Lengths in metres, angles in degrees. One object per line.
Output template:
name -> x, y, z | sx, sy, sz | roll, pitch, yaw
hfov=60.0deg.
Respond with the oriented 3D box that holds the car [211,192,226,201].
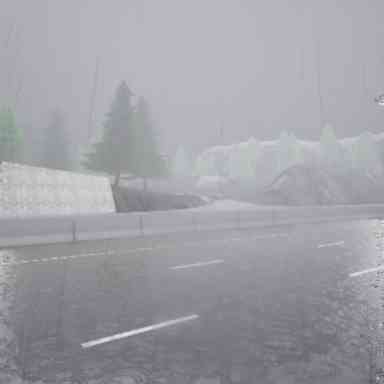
car -> 6.496, 1.157, 82.304 | 2.150, 2.045, 5.566 | 0, 2, -16
